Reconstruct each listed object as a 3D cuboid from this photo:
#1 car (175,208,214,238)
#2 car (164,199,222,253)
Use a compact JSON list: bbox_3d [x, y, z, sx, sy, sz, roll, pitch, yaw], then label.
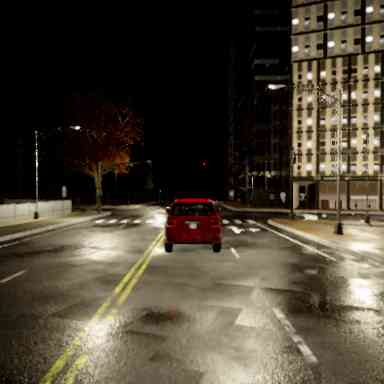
[{"bbox_3d":[0.117,1.678,19.278,1.994,1.385,4.181,0,0,0],"label":"car"},{"bbox_3d":[0.016,1.305,14.341,2.150,2.045,5.566,0,0,-1],"label":"car"}]
